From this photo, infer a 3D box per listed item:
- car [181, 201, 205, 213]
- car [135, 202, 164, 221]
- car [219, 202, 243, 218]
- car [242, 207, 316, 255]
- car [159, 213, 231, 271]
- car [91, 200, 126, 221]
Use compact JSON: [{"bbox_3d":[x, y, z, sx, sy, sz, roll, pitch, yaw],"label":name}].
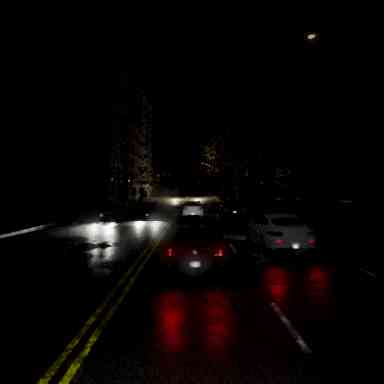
[{"bbox_3d":[0.083,1.473,28.203,1.812,1.442,4.674,0,0,0],"label":"car"},{"bbox_3d":[-3.358,1.515,26.851,1.994,1.385,4.181,0,0,0],"label":"car"},{"bbox_3d":[3.332,1.512,27.823,1.994,1.385,4.181,0,0,0],"label":"car"},{"bbox_3d":[3.339,1.503,13.006,1.812,1.442,4.674,0,0,0],"label":"car"},{"bbox_3d":[0.087,1.582,10.806,1.895,1.301,4.718,0,0,0],"label":"car"},{"bbox_3d":[-6.609,1.443,26.700,2.128,1.511,4.902,0,0,0],"label":"car"}]
